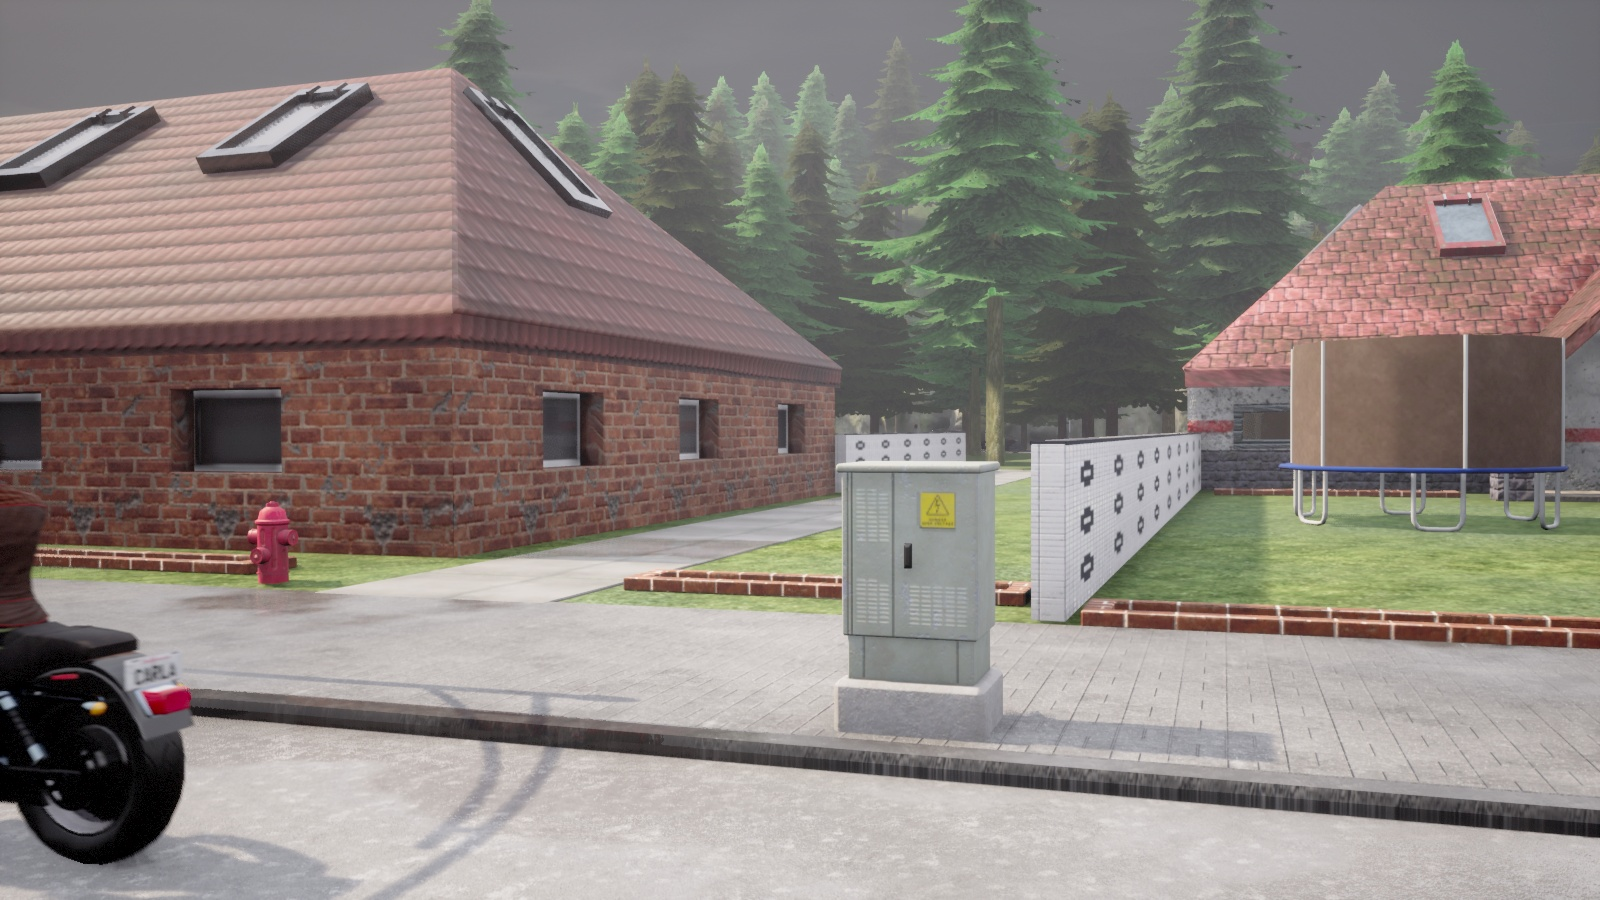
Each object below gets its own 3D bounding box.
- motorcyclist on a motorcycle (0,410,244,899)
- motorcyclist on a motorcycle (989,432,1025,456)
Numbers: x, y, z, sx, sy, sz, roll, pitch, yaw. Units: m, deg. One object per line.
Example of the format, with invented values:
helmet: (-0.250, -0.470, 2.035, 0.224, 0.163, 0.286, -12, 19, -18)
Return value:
motorcyclist on a motorcycle: (-3.388, 0.687, 4.858, 2.350, 1.649, 0.766, 0, 1, 19)
motorcyclist on a motorcycle: (13.485, -0.395, 81.657, 2.191, 1.530, 0.866, 1, 1, 19)
